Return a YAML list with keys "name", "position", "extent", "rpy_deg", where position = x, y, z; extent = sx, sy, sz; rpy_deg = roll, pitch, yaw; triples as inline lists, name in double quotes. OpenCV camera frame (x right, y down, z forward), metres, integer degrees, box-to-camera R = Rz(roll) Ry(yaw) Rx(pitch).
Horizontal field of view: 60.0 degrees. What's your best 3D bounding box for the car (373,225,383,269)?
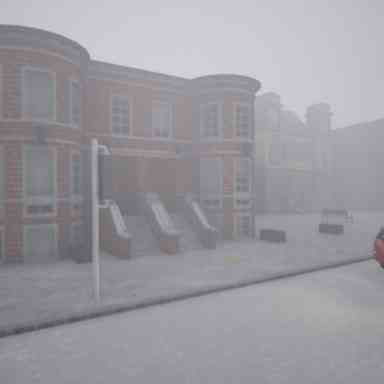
- name: "car"
  position: [7.378, 1.092, 9.158]
  extent: [5.566, 2.045, 2.150]
  rpy_deg: [-1, 1, -32]
